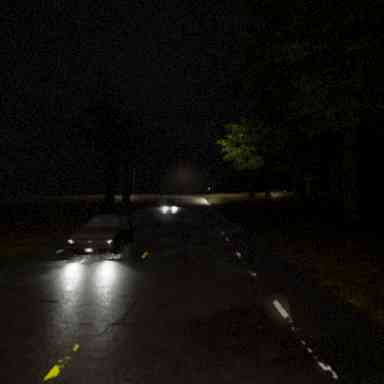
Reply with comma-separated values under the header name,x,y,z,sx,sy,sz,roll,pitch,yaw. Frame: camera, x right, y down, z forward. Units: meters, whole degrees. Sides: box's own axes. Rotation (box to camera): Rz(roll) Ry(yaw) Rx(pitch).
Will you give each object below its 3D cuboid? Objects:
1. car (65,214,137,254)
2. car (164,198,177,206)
name,x,y,z,sx,sy,sz,roll,pitch,yaw
car,-3.597,1.661,14.273,2.033,1.411,5.357,0,0,0
car,-3.545,1.666,55.082,1.895,1.301,4.718,0,1,1
